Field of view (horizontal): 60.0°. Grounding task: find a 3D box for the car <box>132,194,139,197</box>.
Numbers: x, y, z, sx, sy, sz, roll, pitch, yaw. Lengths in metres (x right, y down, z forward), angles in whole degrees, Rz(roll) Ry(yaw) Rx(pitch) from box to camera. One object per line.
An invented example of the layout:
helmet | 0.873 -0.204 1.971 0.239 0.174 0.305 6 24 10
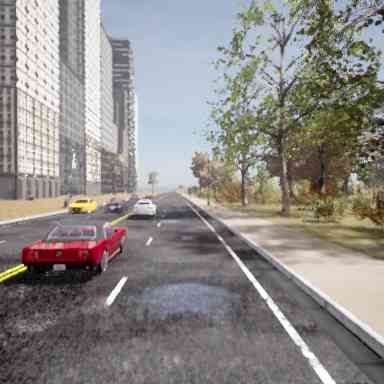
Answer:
car | -12.966 1.210 75.257 1.812 1.442 4.674 0 0 -3

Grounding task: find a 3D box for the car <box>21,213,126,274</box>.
car | -3.321 1.566 10.447 1.895 1.301 4.718 0 0 -1

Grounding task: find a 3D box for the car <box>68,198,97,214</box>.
car | -10.989 1.368 33.728 1.882 1.535 5.008 0 0 -3

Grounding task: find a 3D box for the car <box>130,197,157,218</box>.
car | -4.054 1.420 28.821 1.812 1.442 4.674 0 0 -3

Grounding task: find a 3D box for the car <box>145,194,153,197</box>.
car | -9.720 1.231 75.419 1.994 1.385 4.181 0 0 -3

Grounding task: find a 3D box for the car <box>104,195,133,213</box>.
car | -7.772 1.372 34.479 2.128 1.511 4.902 0 0 -3
